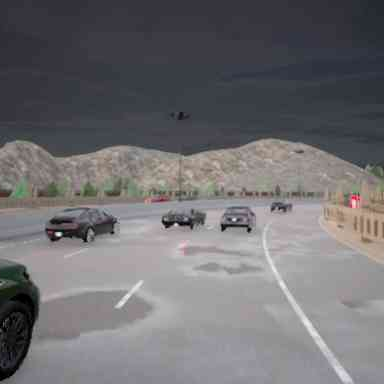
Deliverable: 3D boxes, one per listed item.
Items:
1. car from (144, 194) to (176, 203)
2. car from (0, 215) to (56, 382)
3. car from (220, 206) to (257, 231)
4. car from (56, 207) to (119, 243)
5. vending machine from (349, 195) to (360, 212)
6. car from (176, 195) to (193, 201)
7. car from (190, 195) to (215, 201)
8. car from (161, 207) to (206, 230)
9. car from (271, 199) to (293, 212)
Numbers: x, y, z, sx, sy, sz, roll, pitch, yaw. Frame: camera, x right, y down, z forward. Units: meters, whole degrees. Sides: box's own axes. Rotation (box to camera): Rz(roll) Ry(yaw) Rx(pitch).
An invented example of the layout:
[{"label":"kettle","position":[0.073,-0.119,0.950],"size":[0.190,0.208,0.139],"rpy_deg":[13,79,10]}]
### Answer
[{"label":"car","position":[-5.528,1.352,54.644],"size":[2.150,2.045,5.566],"rpy_deg":[0,0,31]},{"label":"car","position":[-3.276,1.212,2.333],"size":[2.150,2.045,5.566],"rpy_deg":[0,0,2]},{"label":"car","position":[3.025,1.622,21.134],"size":[2.033,1.411,5.357],"rpy_deg":[0,0,15]},{"label":"car","position":[-5.164,1.524,16.295],"size":[1.837,1.490,4.892],"rpy_deg":[0,0,10]},{"label":"vending machine","position":[20.063,1.412,41.113],"size":[1.100,2.100,0.880],"rpy_deg":[0,0,32]},{"label":"car","position":[-1.063,1.476,55.200],"size":[2.150,2.045,5.566],"rpy_deg":[0,0,33]},{"label":"car","position":[2.384,1.695,54.086],"size":[2.128,1.511,4.902],"rpy_deg":[0,0,33]},{"label":"car","position":[-0.376,1.660,21.805],"size":[1.895,1.301,4.718],"rpy_deg":[0,0,15]},{"label":"car","position":[11.095,1.676,40.997],"size":[1.837,1.490,4.892],"rpy_deg":[0,0,29]}]
